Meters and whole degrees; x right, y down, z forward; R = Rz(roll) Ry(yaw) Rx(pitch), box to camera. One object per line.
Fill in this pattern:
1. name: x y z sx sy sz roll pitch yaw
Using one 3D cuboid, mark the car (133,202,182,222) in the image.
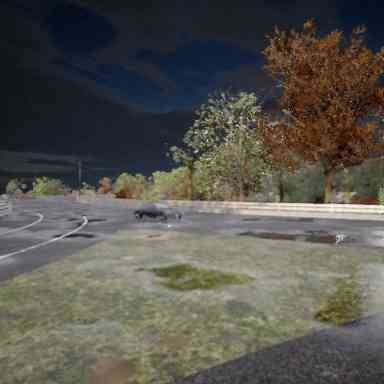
1. car: -2.920 1.533 27.081 4.674 1.442 1.812 0 0 40
